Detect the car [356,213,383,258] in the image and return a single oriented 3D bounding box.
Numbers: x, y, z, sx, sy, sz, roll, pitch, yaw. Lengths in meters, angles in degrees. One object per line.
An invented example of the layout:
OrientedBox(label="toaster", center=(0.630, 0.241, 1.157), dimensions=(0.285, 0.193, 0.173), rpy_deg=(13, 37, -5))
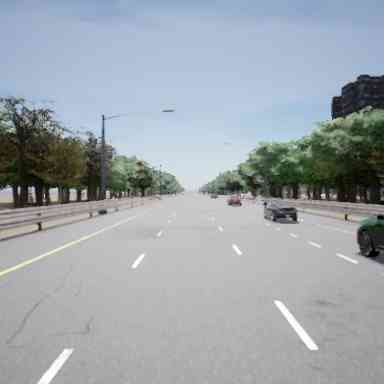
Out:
OrientedBox(label="car", center=(7.000, 1.224, 9.636), dimensions=(2.150, 2.045, 5.566), rpy_deg=(0, 0, 0))

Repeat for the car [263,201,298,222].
OrientedBox(label="car", center=(7.018, 1.521, 26.733), dimensions=(1.837, 1.490, 4.892), rpy_deg=(0, 0, 0))

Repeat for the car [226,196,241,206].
OrientedBox(label="car", center=(7.122, 1.394, 57.026), dimensions=(2.097, 1.767, 4.553), rpy_deg=(0, 0, 0))
